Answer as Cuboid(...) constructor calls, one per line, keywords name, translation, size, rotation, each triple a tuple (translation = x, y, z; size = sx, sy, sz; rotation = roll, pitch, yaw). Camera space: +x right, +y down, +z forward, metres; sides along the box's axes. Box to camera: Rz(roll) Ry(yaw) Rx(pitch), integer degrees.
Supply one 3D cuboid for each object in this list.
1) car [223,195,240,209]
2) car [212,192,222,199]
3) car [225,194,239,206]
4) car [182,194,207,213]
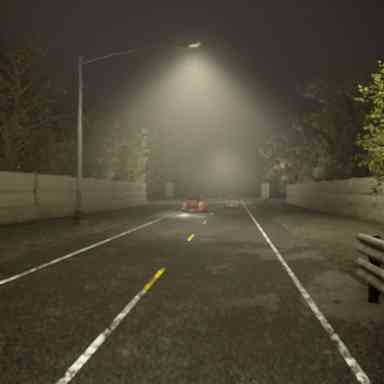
Cuboid(name="car", translation=(4.700, 1.248, 39.373), size=(1.812, 1.442, 4.674), rotation=(0, 0, 7))
Cuboid(name="car", translation=(5.623, 0.815, 75.028), size=(1.837, 1.490, 4.892), rotation=(0, 1, 7))
Cuboid(name="car", translation=(5.963, 1.144, 49.508), size=(1.837, 1.490, 4.892), rotation=(0, 1, 7))
Cuboid(name="car", translation=(0.276, 1.098, 32.970), size=(2.097, 1.767, 4.553), rotation=(0, 0, 7))
